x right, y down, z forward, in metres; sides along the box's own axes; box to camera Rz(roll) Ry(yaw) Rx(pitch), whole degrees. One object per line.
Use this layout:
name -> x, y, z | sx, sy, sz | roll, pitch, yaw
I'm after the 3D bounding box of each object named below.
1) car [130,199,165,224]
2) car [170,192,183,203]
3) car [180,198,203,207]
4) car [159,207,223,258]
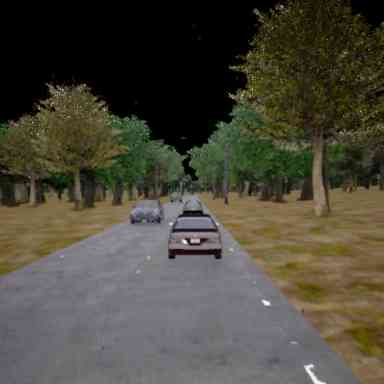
car -> -3.100, 1.299, 23.929 | 2.097, 1.767, 4.553 | 0, 0, 0
car -> -3.009, 1.122, 65.433 | 2.150, 2.045, 5.566 | 0, 0, 0
car -> 0.097, 1.493, 33.290 | 1.994, 1.385, 4.181 | 0, 0, 0
car -> 0.087, 1.520, 12.601 | 2.033, 1.411, 5.357 | 0, 0, 0
